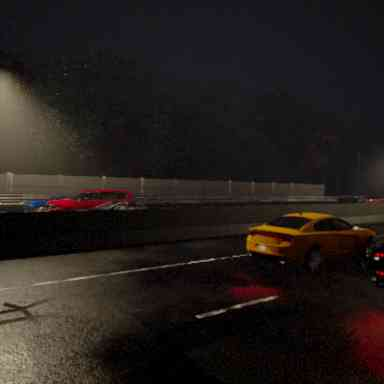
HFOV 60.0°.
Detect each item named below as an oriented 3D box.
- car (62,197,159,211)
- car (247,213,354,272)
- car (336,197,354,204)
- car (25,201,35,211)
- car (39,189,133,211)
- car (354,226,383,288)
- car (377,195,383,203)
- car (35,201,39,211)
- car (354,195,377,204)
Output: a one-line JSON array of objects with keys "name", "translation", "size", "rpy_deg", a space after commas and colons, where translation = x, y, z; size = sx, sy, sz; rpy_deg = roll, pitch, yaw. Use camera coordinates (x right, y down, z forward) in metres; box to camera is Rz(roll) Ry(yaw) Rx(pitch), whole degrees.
[{"name": "car", "translation": [-4.050, 1.201, 17.942], "size": [4.902, 1.511, 2.128], "rpy_deg": [1, 1, -35]}, {"name": "car", "translation": [3.982, 1.415, 10.652], "size": [5.008, 1.535, 1.882], "rpy_deg": [1, 1, -35]}, {"name": "car", "translation": [23.703, 1.380, 50.411], "size": [4.181, 1.385, 1.994], "rpy_deg": [1, 1, -35]}, {"name": "car", "translation": [-10.424, 0.976, 26.290], "size": [5.008, 1.535, 1.882], "rpy_deg": [1, 1, -35]}, {"name": "car", "translation": [-6.159, 0.859, 20.731], "size": [5.566, 2.045, 2.150], "rpy_deg": [0, 1, -35]}, {"name": "car", "translation": [6.086, 1.513, 7.857], "size": [4.892, 1.490, 1.837], "rpy_deg": [1, 1, -35]}, {"name": "car", "translation": [27.290, 1.302, 44.384], "size": [4.553, 1.767, 2.097], "rpy_deg": [1, 1, -35]}, {"name": "car", "translation": [-8.107, 1.062, 23.643], "size": [4.902, 1.511, 2.128], "rpy_deg": [1, 1, -35]}, {"name": "car", "translation": [25.769, 1.238, 47.585], "size": [4.553, 1.767, 2.097], "rpy_deg": [1, 1, -35]}]
